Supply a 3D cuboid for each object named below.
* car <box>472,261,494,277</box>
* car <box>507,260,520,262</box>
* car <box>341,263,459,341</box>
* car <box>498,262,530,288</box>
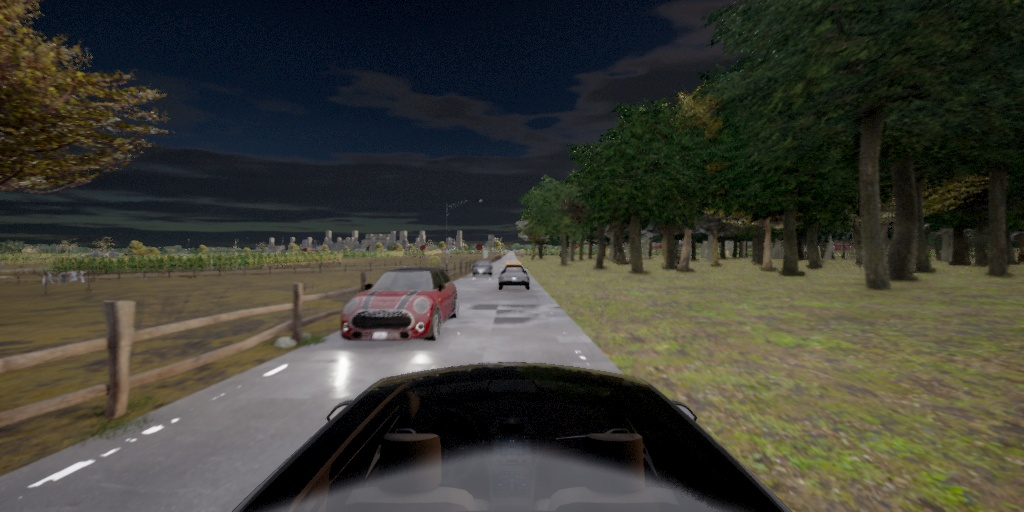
[{"bbox_3d":[-2.797,1.212,35.018,2.128,1.511,4.902,0,0,0],"label":"car"},{"bbox_3d":[0.152,1.172,41.586,1.882,1.535,5.008,0,0,0],"label":"car"},{"bbox_3d":[-2.802,1.107,9.910,2.097,1.767,4.553,0,0,0],"label":"car"},{"bbox_3d":[0.129,1.313,23.520,1.994,1.385,4.181,0,0,0],"label":"car"}]
